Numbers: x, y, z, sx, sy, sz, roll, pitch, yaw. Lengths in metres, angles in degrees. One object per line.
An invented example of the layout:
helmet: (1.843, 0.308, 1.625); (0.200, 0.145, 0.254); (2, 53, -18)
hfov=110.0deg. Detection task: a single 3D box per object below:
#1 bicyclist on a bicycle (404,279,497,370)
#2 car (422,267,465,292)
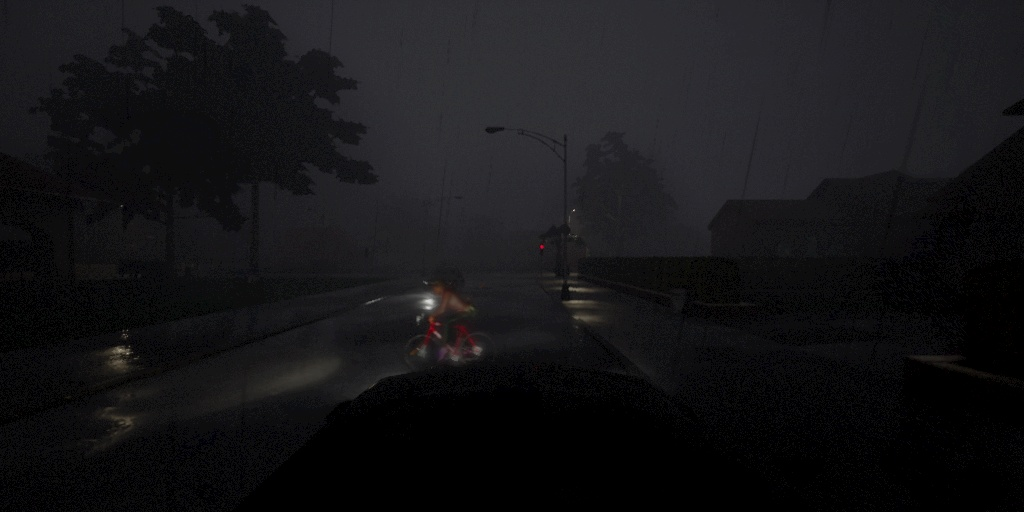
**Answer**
bicyclist on a bicycle: (-1.096, 1.223, 6.281); (1.656, 1.620, 0.582); (-2, 0, 0)
car: (-4.071, 1.403, 22.339); (2.033, 1.411, 5.357); (0, 0, 0)
